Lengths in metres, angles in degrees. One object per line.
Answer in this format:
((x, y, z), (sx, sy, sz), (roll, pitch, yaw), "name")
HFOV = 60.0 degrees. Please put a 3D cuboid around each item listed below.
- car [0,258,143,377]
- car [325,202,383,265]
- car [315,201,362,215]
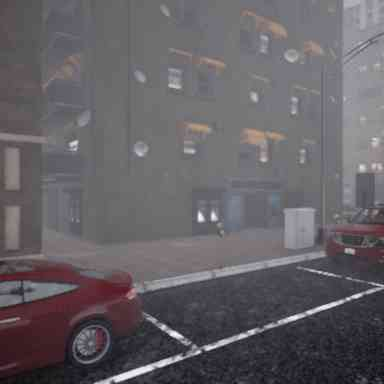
((-2.675, 1.582, 4.193), (4.206, 1.307, 1.802), (0, 0, -36), "car")
((6.430, 1.322, 10.696), (5.009, 1.841, 2.192), (0, 0, -36), "car")
((16.638, 1.797, 38.010), (1.887, 1.381, 4.507), (-1, 0, -36), "car")
